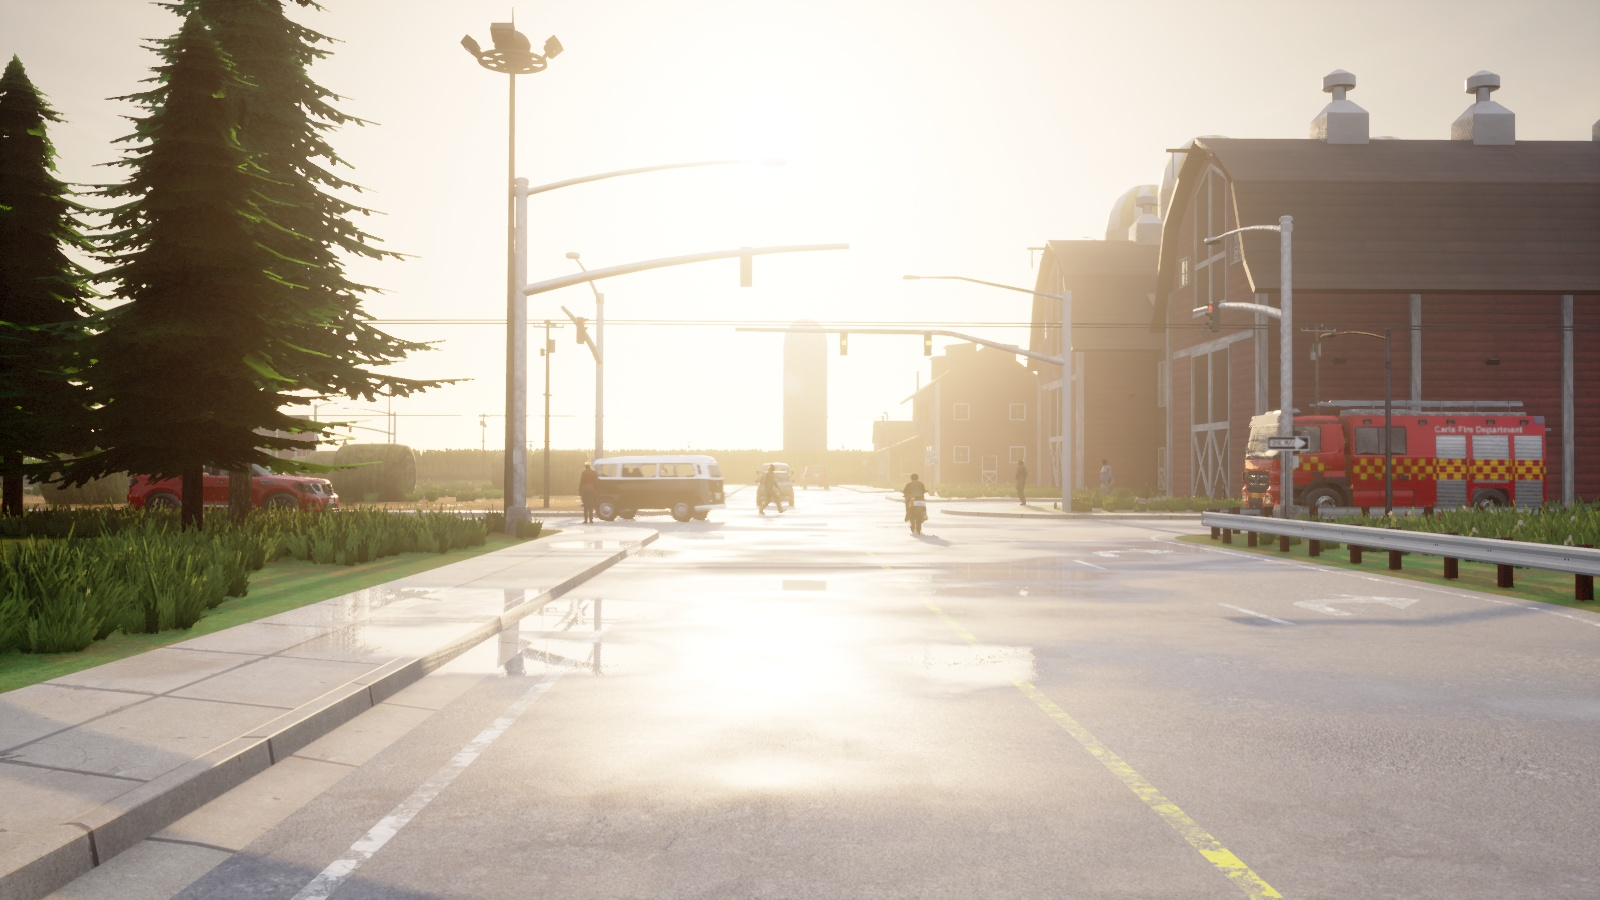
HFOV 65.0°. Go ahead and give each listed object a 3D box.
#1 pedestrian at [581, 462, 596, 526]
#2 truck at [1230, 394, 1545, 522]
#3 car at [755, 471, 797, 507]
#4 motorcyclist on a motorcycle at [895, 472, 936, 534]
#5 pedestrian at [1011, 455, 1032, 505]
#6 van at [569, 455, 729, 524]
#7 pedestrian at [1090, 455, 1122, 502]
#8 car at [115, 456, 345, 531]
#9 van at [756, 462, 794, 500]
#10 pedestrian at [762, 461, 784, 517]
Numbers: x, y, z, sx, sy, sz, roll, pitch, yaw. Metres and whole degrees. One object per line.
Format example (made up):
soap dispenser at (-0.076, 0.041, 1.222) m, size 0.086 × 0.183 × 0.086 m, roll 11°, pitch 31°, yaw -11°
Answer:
pedestrian at (-6.150, 1.273, 36.563) m, size 0.331 × 1.846 × 0.636 m, roll 0°, pitch -1°, yaw -20°
truck at (18.252, 0.264, 39.399) m, size 8.468 × 3.827 × 2.891 m, roll 0°, pitch -1°, yaw 0°
car at (-1.088, 1.737, 56.270) m, size 1.789 × 1.549 × 3.705 m, roll 0°, pitch -1°, yaw -1°
motorcyclist on a motorcycle at (2.924, 1.328, 31.897) m, size 0.797 × 1.523 × 2.044 m, roll 0°, pitch -1°, yaw -1°
pedestrian at (8.629, 1.179, 48.968) m, size 0.666 × 1.930 × 0.402 m, roll 0°, pitch -1°, yaw -27°
van at (-4.662, 1.228, 39.024) m, size 4.480 × 2.038 × 2.069 m, roll -1°, pitch -2°, yaw 15°
pedestrian at (12.313, 1.149, 50.504) m, size 0.900 × 1.855 × 0.874 m, roll 0°, pitch -1°, yaw -20°
car at (-16.144, 1.224, 35.784) m, size 5.566 × 2.045 × 2.150 m, roll 0°, pitch -1°, yaw 0°
van at (-1.390, 1.727, 70.680) m, size 2.069 × 2.038 × 4.480 m, roll 0°, pitch -1°, yaw -1°
pedestrian at (-0.945, 1.358, 44.012) m, size 0.692 × 1.930 × 0.396 m, roll 0°, pitch -1°, yaw -9°
